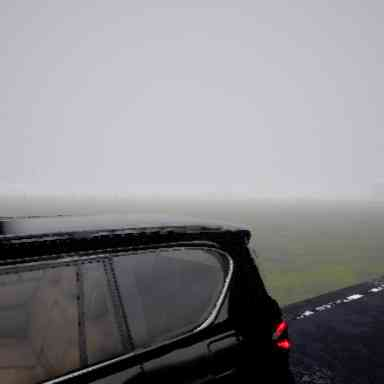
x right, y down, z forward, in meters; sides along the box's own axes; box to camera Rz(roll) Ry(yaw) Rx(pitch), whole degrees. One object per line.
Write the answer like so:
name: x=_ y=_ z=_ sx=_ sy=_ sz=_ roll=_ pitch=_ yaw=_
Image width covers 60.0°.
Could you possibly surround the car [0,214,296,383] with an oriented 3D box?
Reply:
car: x=-1.811 y=1.222 z=1.779 sx=5.566 sy=2.045 sz=2.150 roll=0 pitch=0 yaw=-36
